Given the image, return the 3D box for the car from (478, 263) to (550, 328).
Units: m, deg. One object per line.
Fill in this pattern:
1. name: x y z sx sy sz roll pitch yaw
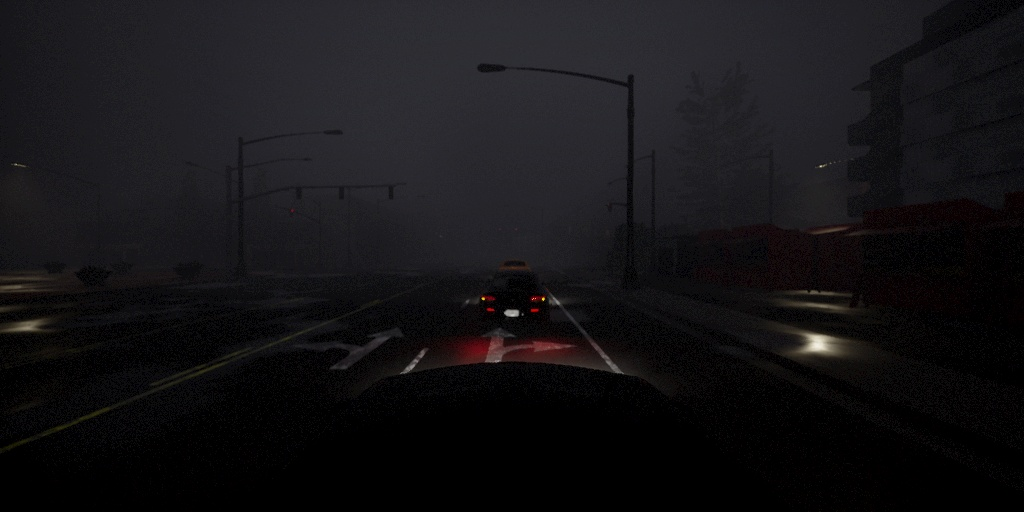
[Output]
1. car: 0.104 1.122 10.643 1.812 1.442 4.674 0 1 2

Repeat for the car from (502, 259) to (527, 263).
1. car: 0.124 0.914 21.537 1.882 1.535 5.008 0 1 -1
